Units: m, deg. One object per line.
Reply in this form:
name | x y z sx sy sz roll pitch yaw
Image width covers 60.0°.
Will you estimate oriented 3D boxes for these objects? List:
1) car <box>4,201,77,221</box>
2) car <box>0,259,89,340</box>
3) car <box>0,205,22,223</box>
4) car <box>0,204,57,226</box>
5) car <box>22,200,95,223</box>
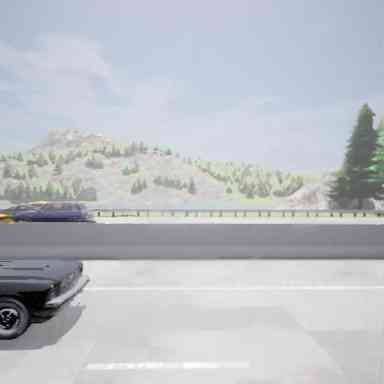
car | -12.143 1.517 26.834 5.008 1.535 1.882 0 0 -2
car | -4.354 1.602 5.861 4.718 1.301 1.895 0 0 -2
car | -11.502 1.484 16.349 5.008 1.535 1.882 0 0 -2
car | -11.998 1.592 23.337 4.181 1.385 1.994 0 0 -2
car | -8.257 1.384 19.950 4.553 1.767 2.097 0 0 -2
